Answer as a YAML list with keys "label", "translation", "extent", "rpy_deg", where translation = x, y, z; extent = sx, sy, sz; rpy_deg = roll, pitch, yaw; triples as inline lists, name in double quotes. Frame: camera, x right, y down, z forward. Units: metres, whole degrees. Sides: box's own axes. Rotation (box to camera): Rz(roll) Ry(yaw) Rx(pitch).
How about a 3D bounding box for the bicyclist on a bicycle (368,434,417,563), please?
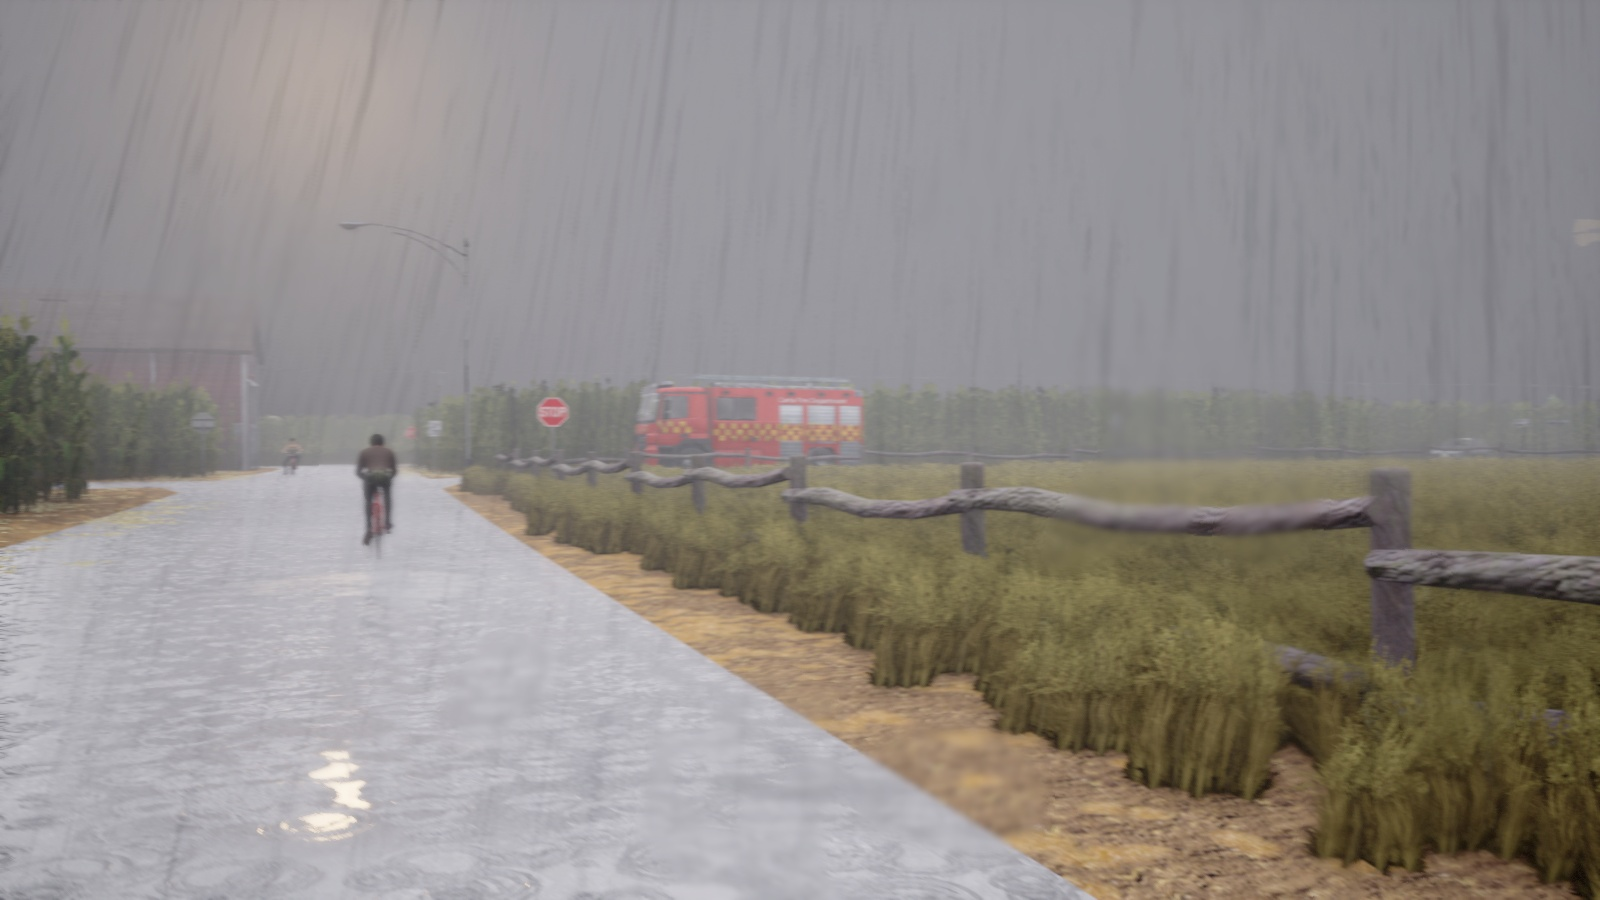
- label: "bicyclist on a bicycle"
  translation: [-5.446, 0.612, 16.741]
  extent: [0.582, 1.620, 1.656]
  rpy_deg: [0, 0, -19]

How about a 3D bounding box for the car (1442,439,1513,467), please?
- label: "car"
  translation: [37.224, 0.168, 68.963]
  extent: [3.806, 1.475, 1.970]
  rpy_deg: [0, 0, -36]

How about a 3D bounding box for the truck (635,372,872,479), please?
- label: "truck"
  translation: [-1.759, -0.864, 47.628]
  extent: [8.468, 3.827, 2.891]
  rpy_deg: [0, 0, -18]
